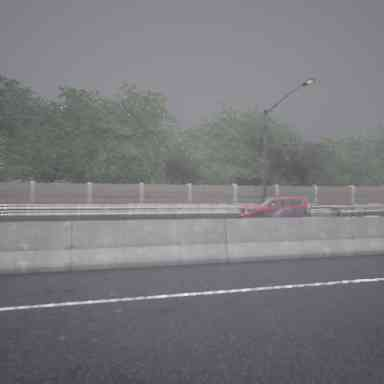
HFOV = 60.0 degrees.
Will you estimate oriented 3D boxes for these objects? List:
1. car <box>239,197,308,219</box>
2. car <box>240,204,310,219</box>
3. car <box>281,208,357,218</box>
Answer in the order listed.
[{"bbox_3d":[6.434,1.427,25.680,5.566,2.045,2.150,0,0,-15],"label":"car"},{"bbox_3d":[6.266,1.727,22.013,5.357,1.411,2.033,0,0,-15],"label":"car"},{"bbox_3d":[7.801,1.765,18.797,4.718,1.301,1.895,0,0,-15],"label":"car"}]
